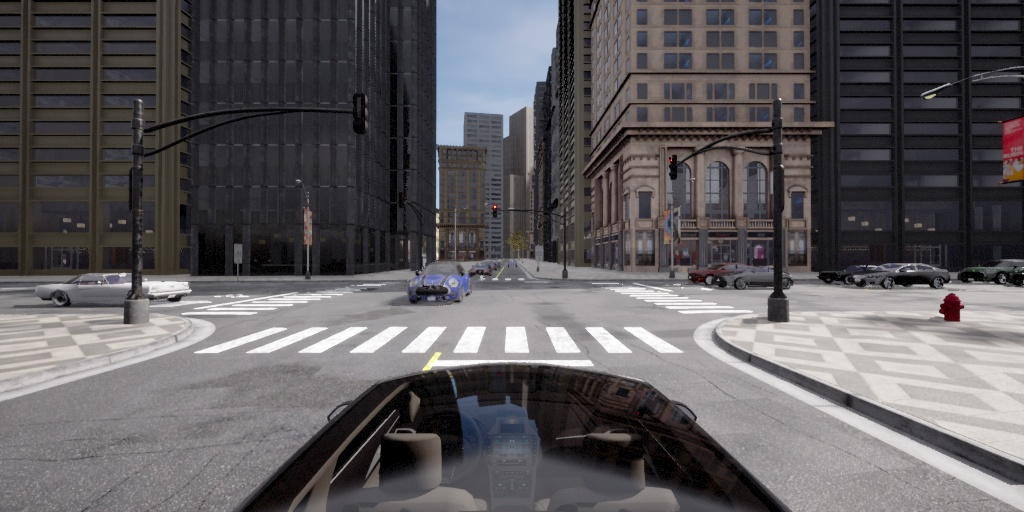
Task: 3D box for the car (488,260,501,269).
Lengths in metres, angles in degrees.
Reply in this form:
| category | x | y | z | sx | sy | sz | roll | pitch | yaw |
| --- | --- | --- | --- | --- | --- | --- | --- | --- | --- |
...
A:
| category | x | y | z | sx | sy | sz | roll | pitch | yaw |
| --- | --- | --- | --- | --- | --- | --- | --- | --- | --- |
| car | -3.069 | 1.420 | 62.480 | 1.994 | 1.385 | 4.181 | 0 | 0 | 1 |

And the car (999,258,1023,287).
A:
| category | x | y | z | sx | sy | sz | roll | pitch | yaw |
| --- | --- | --- | --- | --- | --- | --- | --- | --- | --- |
| car | 33.393 | 1.021 | 21.716 | 4.553 | 1.767 | 2.097 | 0 | 0 | 0 |

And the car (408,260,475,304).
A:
| category | x | y | z | sx | sy | sz | roll | pitch | yaw |
| --- | --- | --- | --- | --- | --- | --- | --- | --- | --- |
| car | -3.104 | 1.073 | 16.090 | 2.097 | 1.767 | 4.553 | 0 | 0 | 0 |

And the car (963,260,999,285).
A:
| category | x | y | z | sx | sy | sz | roll | pitch | yaw |
| --- | --- | --- | --- | --- | --- | --- | --- | --- | --- |
| car | 34.203 | 1.043 | 24.966 | 4.553 | 1.767 | 2.097 | 0 | 0 | 0 |

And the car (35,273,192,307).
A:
| category | x | y | z | sx | sy | sz | roll | pitch | yaw |
| --- | --- | --- | --- | --- | --- | --- | --- | --- | --- |
| car | -16.383 | 1.366 | 14.952 | 4.718 | 1.301 | 1.895 | 0 | 0 | 0 |

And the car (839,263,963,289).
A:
| category | x | y | z | sx | sy | sz | roll | pitch | yaw |
| --- | --- | --- | --- | --- | --- | --- | --- | --- | --- |
| car | 23.379 | 1.184 | 21.710 | 4.902 | 1.511 | 2.128 | 0 | 0 | 0 |

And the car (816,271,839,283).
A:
| category | x | y | z | sx | sy | sz | roll | pitch | yaw |
| --- | --- | --- | --- | --- | --- | --- | --- | --- | --- |
| car | 24.237 | 1.315 | 24.965 | 4.718 | 1.301 | 1.895 | 0 | 0 | 0 |

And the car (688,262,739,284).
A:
| category | x | y | z | sx | sy | sz | roll | pitch | yaw |
| --- | --- | --- | --- | --- | --- | --- | --- | --- | --- |
| car | 14.892 | 1.215 | 24.952 | 5.008 | 1.535 | 1.882 | 0 | 0 | 0 |

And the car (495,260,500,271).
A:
| category | x | y | z | sx | sy | sz | roll | pitch | yaw |
| --- | --- | --- | --- | --- | --- | --- | --- | --- | --- |
| car | -3.089 | 1.384 | 49.131 | 1.994 | 1.385 | 4.181 | 0 | 0 | 0 |

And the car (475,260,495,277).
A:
| category | x | y | z | sx | sy | sz | roll | pitch | yaw |
| --- | --- | --- | --- | --- | --- | --- | --- | --- | --- |
| car | -3.052 | 1.352 | 35.967 | 1.994 | 1.385 | 4.181 | 0 | 0 | 0 |

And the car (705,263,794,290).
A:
| category | x | y | z | sx | sy | sz | roll | pitch | yaw |
| --- | --- | --- | --- | --- | --- | --- | --- | --- | --- |
| car | 14.467 | 1.279 | 21.696 | 4.181 | 1.385 | 1.994 | 0 | 0 | 0 |
